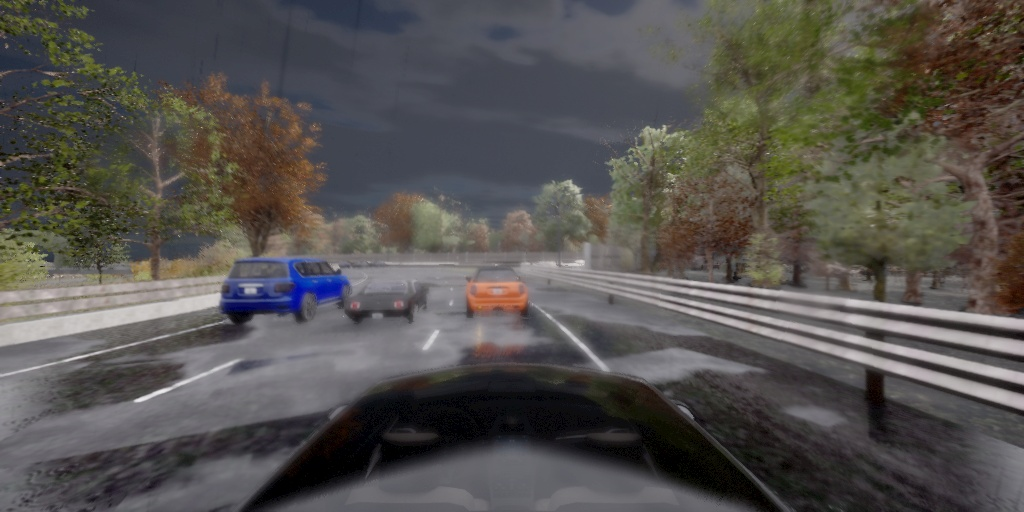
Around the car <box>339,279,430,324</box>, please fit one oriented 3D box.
[{"bbox_3d":[-4.036,1.438,12.448,1.895,1.301,4.718,0,0,-5],"label":"car"}]

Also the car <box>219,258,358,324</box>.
[{"bbox_3d":[-7.564,1.083,12.690,2.150,2.045,5.566,0,0,-6],"label":"car"}]

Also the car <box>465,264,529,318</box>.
[{"bbox_3d":[-0.686,1.176,13.715,2.097,1.767,4.553,0,0,-6],"label":"car"}]
